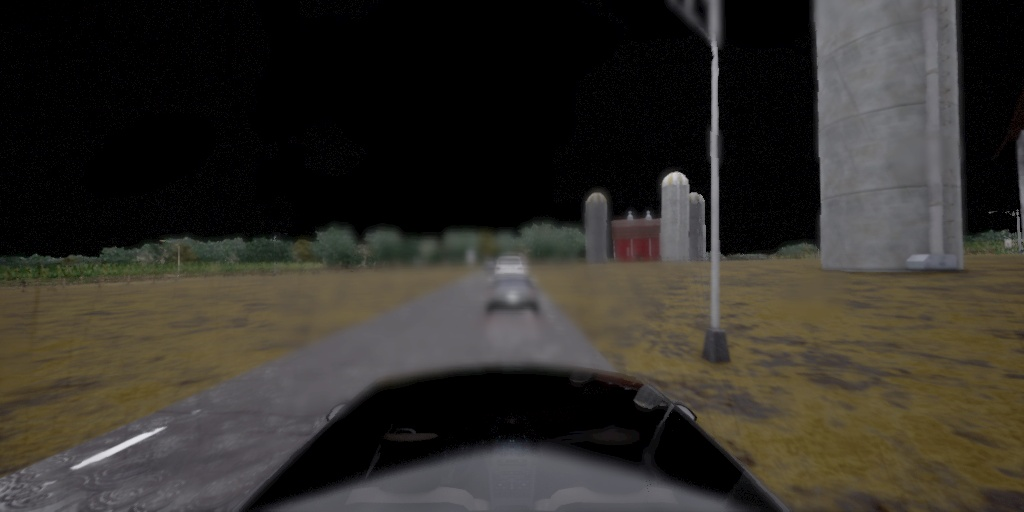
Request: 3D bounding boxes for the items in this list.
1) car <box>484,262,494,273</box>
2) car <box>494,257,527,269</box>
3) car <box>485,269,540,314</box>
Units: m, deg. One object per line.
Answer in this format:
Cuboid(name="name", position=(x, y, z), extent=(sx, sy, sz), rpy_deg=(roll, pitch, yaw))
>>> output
Cuboid(name="car", position=(-2.813, 1.533, 49.995), extent=(1.837, 1.490, 4.892), rpy_deg=(0, -1, 0))
Cuboid(name="car", position=(0.025, 1.116, 28.084), extent=(2.150, 2.045, 5.566), rpy_deg=(0, 0, 0))
Cuboid(name="car", position=(0.042, 1.406, 14.321), extent=(1.994, 1.385, 4.181), rpy_deg=(0, 0, 0))
